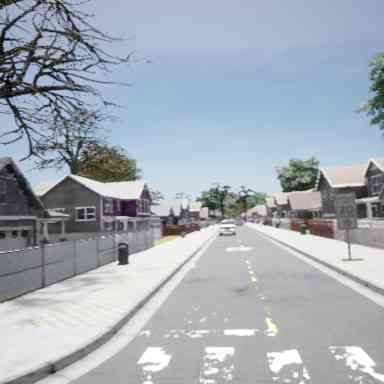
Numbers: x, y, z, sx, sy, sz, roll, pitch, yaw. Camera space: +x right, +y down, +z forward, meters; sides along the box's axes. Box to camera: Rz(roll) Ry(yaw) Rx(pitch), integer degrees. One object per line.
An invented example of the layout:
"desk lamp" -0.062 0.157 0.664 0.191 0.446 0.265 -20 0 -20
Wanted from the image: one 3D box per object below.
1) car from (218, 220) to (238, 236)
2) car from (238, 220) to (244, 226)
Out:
"car" 4.969 4.947 46.517 2.150 2.045 5.566 -3 -5 7
"car" 13.203 8.720 91.980 1.994 1.385 4.181 -3 -5 7
